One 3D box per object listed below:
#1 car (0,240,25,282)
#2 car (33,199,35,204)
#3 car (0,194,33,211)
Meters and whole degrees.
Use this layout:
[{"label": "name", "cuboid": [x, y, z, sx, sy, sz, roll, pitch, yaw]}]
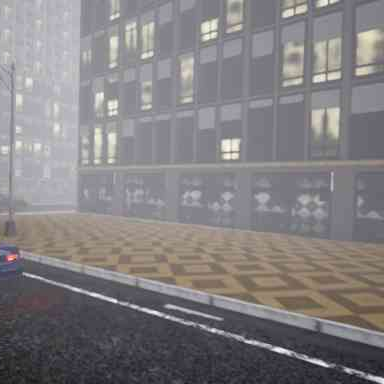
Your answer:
[{"label": "car", "cuboid": [-6.199, 1.413, 8.090, 5.357, 1.411, 2.033, 1, 1, 36]}, {"label": "car", "cuboid": [-22.656, 1.056, 42.450, 1.752, 1.417, 4.829, 2, 0, 36]}, {"label": "car", "cuboid": [-19.154, 1.046, 33.076, 2.192, 1.841, 5.009, 1, 0, 36]}]
